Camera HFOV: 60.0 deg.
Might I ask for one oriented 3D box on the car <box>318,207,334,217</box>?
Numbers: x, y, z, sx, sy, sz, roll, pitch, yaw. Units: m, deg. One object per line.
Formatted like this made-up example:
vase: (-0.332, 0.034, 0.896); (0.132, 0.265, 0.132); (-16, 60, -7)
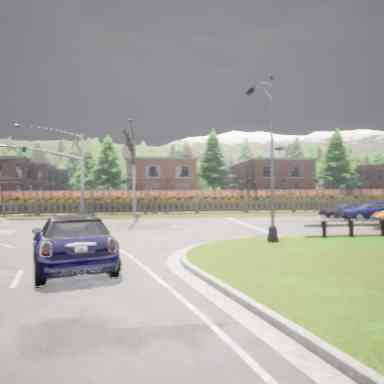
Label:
car: (14.793, 1.721, 31.393); (5.357, 1.411, 2.033); (0, 0, -7)

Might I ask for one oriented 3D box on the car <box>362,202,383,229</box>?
car: (13.507, 1.442, 20.652); (4.553, 1.767, 2.097); (0, 0, -7)

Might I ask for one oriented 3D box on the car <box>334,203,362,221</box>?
car: (14.989, 1.620, 27.891); (5.008, 1.535, 1.882); (0, 0, -7)

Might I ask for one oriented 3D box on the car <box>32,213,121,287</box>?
car: (-3.658, 1.463, 10.121); (2.097, 1.767, 4.553); (0, -1, -26)
